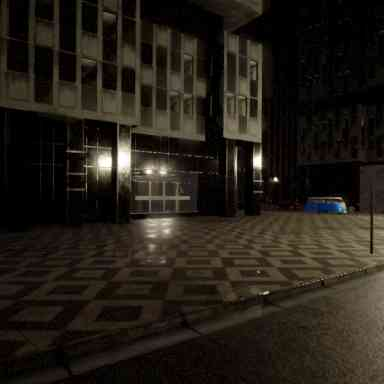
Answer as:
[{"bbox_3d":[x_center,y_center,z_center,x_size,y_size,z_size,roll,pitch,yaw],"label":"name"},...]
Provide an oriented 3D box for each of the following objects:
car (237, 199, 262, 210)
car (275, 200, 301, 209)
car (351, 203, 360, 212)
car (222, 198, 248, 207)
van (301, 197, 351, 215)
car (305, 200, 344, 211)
[{"bbox_3d":[7.124,1.706,43.301,1.887,1.381,4.507,0,0,-36],"label":"car"},{"bbox_3d":[14.056,1.818,48.262,1.802,1.307,4.206,0,0,-36],"label":"car"},{"bbox_3d":[20.622,1.725,39.068,1.947,1.339,4.313,0,0,-36],"label":"car"},{"bbox_3d":[7.391,1.839,57.594,1.752,1.417,4.829,0,0,-36],"label":"car"},{"bbox_3d":[13.690,1.425,34.108,1.690,1.788,3.998,0,0,-36],"label":"van"},{"bbox_3d":[17.339,1.749,43.665,2.008,1.369,4.403,0,0,-36],"label":"car"}]
